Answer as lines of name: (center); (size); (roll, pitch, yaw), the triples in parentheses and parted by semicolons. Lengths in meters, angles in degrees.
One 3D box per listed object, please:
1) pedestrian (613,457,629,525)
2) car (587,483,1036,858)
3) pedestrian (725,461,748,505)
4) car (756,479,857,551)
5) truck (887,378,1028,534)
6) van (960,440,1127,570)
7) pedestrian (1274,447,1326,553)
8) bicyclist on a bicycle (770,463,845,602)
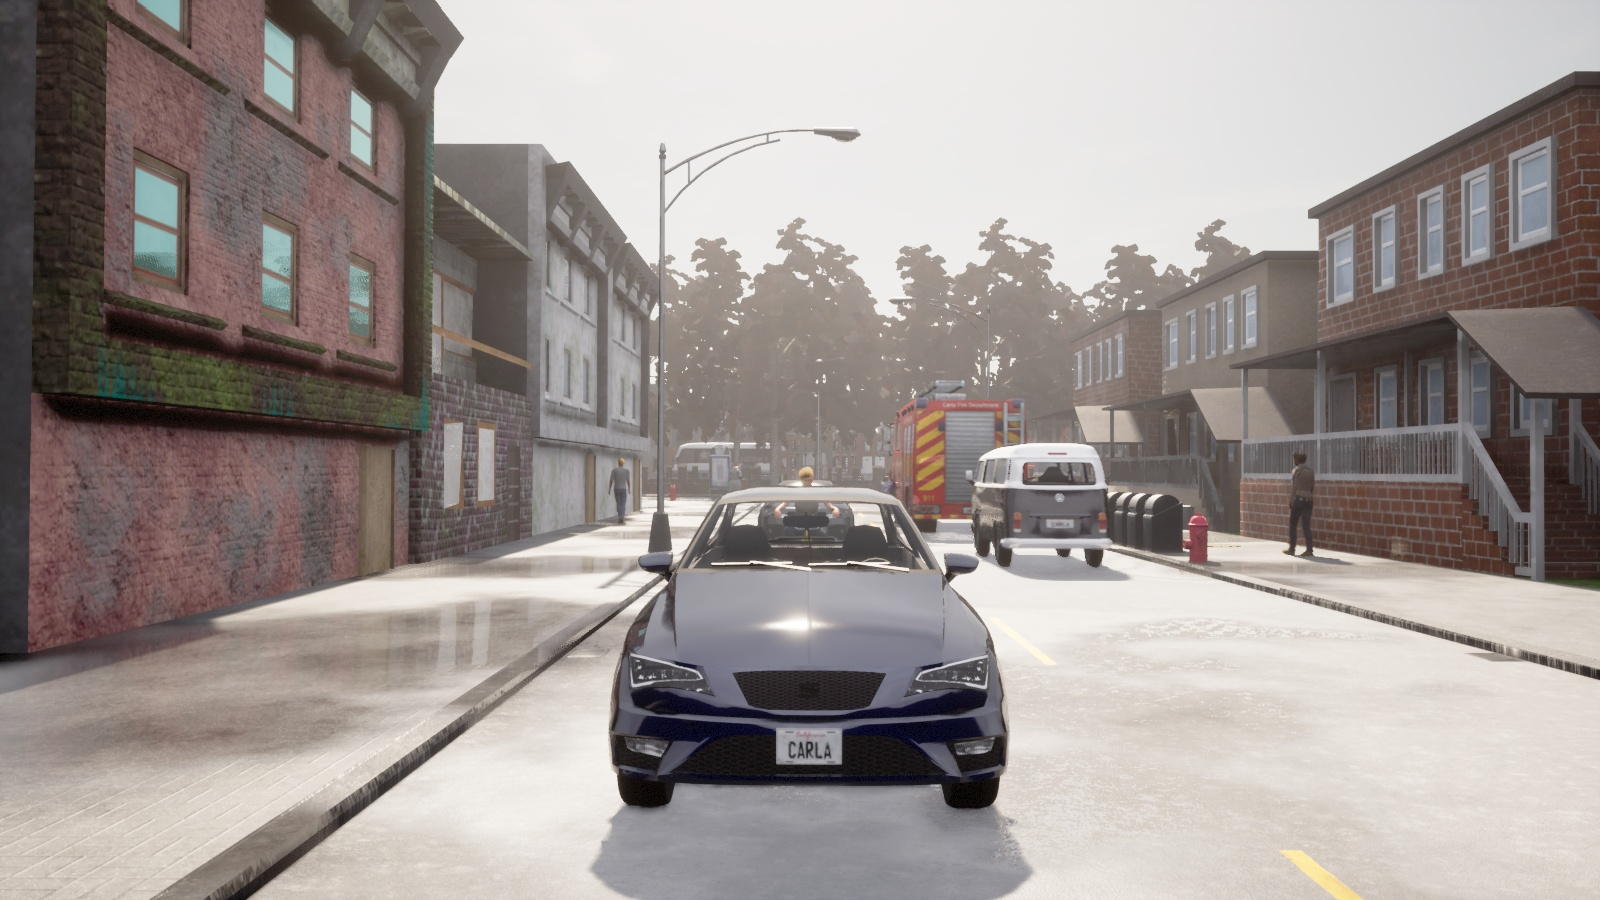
pedestrian: (-4.944, 1.124, 34.642); (0.354, 1.836, 0.706); (0, -1, -2)
car: (0.052, 0.949, 7.201); (1.816, 1.474, 4.193); (0, -1, 0)
pedestrian: (-2.832, 1.473, 55.962); (0.659, 1.952, 0.873); (-1, -1, 33)
car: (0.147, 1.329, 26.949); (1.994, 1.385, 4.181); (0, -1, 0)
truck: (4.181, 0.223, 35.203); (2.891, 3.827, 8.468); (0, -1, 0)
van: (4.122, 0.893, 22.031); (2.069, 2.038, 4.480); (0, -1, 0)
pedestrian: (8.660, 0.854, 21.773); (0.328, 1.805, 0.869); (0, -1, -19)
bicyclist on a bicycle: (0.091, 1.006, 15.391); (0.866, 1.612, 1.509); (0, -3, 0)
